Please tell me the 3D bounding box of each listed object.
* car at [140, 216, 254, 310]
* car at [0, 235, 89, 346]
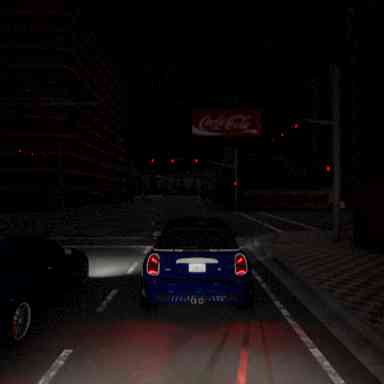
[{"bbox_3d":[0.088,1.365,8.023,2.097,1.767,4.553,0,0,0],"label":"car"},{"bbox_3d":[-3.419,1.536,6.229,1.812,1.442,4.674,0,0,0],"label":"car"}]
